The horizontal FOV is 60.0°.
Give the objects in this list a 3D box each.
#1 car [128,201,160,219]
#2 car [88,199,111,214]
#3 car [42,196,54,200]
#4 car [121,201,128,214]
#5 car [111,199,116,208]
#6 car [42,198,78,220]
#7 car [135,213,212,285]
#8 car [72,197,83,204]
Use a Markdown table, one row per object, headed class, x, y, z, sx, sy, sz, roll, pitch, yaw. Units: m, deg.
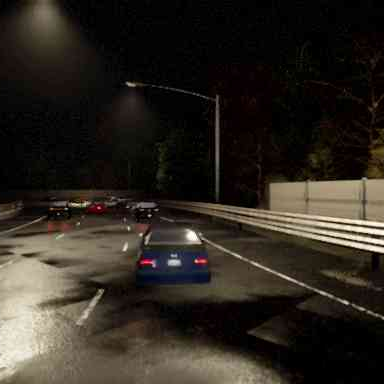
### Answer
| class | x | y | z | sx | sy | sz | roll | pitch | yaw |
| --- | --- | --- | --- | --- | --- | --- | --- | --- | --- |
| car | -3.828 | 1.593 | 27.545 | 2.128 | 1.511 | 4.902 | 0 | 0 | -15 |
| car | -10.797 | 1.705 | 38.018 | 1.994 | 1.385 | 4.181 | 0 | 0 | -20 |
| car | -34.652 | 1.827 | 80.506 | 4.902 | 1.511 | 2.128 | 0 | 0 | 43 |
| car | -6.688 | 1.701 | 36.828 | 1.994 | 1.385 | 4.181 | 0 | 0 | -19 |
| car | -13.330 | 1.793 | 51.952 | 1.895 | 1.301 | 4.718 | 0 | 0 | -28 |
| car | -11.579 | 1.602 | 29.477 | 2.128 | 1.511 | 4.902 | 0 | 0 | -16 |
| car | -0.596 | 1.583 | 9.676 | 2.033 | 1.411 | 5.357 | 0 | 0 | -5 |
| car | -24.190 | 1.735 | 68.893 | 1.882 | 1.535 | 5.008 | 0 | 0 | -38 |
